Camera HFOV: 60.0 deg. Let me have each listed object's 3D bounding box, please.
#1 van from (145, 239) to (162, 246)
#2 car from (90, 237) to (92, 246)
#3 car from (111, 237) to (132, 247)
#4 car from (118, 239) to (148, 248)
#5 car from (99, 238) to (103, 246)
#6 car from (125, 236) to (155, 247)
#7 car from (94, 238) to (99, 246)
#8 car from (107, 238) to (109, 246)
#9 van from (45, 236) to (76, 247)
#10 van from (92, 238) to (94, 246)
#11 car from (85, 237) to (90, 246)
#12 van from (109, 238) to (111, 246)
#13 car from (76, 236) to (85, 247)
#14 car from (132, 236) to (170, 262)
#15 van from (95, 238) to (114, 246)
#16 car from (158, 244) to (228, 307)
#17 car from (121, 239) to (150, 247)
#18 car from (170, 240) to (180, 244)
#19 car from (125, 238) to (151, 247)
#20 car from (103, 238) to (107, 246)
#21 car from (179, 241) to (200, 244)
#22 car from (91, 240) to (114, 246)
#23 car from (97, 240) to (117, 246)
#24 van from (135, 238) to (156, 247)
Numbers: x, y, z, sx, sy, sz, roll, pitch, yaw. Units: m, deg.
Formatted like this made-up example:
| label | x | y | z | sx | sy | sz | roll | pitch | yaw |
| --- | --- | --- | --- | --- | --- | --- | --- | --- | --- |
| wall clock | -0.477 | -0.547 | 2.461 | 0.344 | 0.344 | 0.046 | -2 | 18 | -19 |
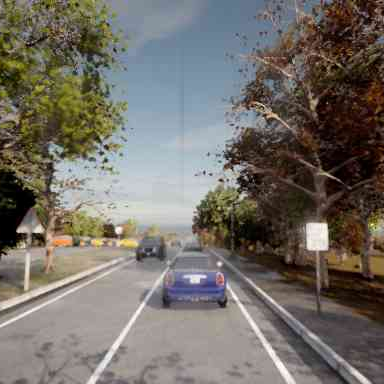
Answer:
| label | x | y | z | sx | sy | sz | roll | pitch | yaw |
| --- | --- | --- | --- | --- | --- | --- | --- | --- | --- |
| van | -10.262 | 13.466 | 88.852 | 4.442 | 1.987 | 1.878 | 0 | -9 | 0 |
| car | -23.445 | 10.201 | 67.090 | 4.892 | 1.521 | 2.231 | 0 | -9 | 0 |
| car | -10.182 | 8.609 | 55.908 | 5.366 | 1.575 | 1.946 | 0 | -8 | 0 |
| car | -10.374 | 9.014 | 58.647 | 4.892 | 1.521 | 2.231 | 0 | -8 | 0 |
| car | -23.449 | 11.460 | 75.179 | 5.008 | 1.535 | 2.097 | 0 | -9 | 0 |
| car | -10.342 | 10.021 | 66.911 | 5.566 | 2.045 | 2.435 | 0 | -9 | 0 |
| car | -23.421 | 10.929 | 72.584 | 4.553 | 1.767 | 2.185 | 0 | -9 | 0 |
| car | -23.451 | 12.334 | 80.777 | 4.892 | 1.521 | 2.231 | 0 | -9 | 0 |
| van | -23.564 | 8.703 | 58.793 | 4.442 | 1.987 | 1.878 | 0 | -8 | 0 |
| van | -23.567 | 10.403 | 69.863 | 4.442 | 1.987 | 1.878 | 0 | -9 | 0 |
| car | -23.265 | 9.774 | 64.356 | 5.366 | 1.575 | 1.946 | 0 | -9 | 0 |
| van | -23.573 | 12.535 | 83.549 | 4.442 | 1.987 | 1.878 | 0 | -9 | 0 |
| car | -23.475 | 9.107 | 61.657 | 5.566 | 2.045 | 2.435 | 0 | -8 | 0 |
| car | -3.358 | 4.772 | 28.497 | 2.150 | 2.045 | 5.566 | 0 | -7 | 0 |
| van | -23.341 | 13.390 | 89.022 | 4.442 | 1.987 | 1.878 | 0 | -9 | 0 |
| car | 0.093 | 3.029 | 12.468 | 2.097 | 1.767 | 4.553 | 0 | -7 | 0 |
| car | -10.376 | 9.424 | 61.389 | 5.008 | 1.535 | 2.097 | 0 | -9 | 0 |
| car | -3.295 | 10.648 | 69.203 | 1.882 | 1.535 | 5.008 | 0 | -9 | 0 |
| car | -10.401 | 9.720 | 64.153 | 4.553 | 1.767 | 2.185 | 0 | -9 | 0 |
| car | -23.451 | 11.906 | 78.040 | 5.008 | 1.535 | 2.097 | 0 | -9 | 0 |
| car | 0.084 | 5.158 | 29.097 | 1.837 | 1.490 | 4.892 | 0 | -7 | 0 |
| car | -23.274 | 13.185 | 86.253 | 5.366 | 1.575 | 1.946 | 0 | -9 | 0 |
| car | -23.466 | 14.039 | 91.725 | 5.008 | 1.535 | 2.097 | 0 | -9 | 0 |
| van | -10.490 | 11.327 | 75.136 | 4.442 | 1.987 | 1.878 | 0 | -9 | 0 |
